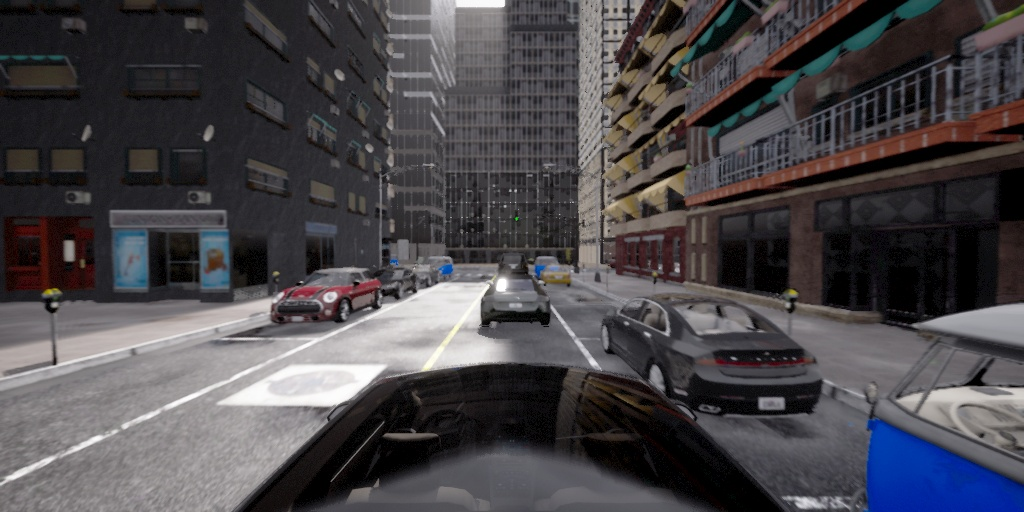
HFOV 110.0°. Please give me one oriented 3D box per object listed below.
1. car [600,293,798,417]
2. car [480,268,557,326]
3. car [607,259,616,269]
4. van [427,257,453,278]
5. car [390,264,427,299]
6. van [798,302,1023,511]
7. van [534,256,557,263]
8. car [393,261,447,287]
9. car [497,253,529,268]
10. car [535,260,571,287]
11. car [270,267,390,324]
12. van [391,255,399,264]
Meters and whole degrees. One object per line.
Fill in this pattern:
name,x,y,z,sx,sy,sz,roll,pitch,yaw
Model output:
car,2.688,1.275,5.892,2.007,1.370,4.403,0,0,0
car,0.096,1.255,11.395,1.994,1.385,4.181,0,0,0
car,15.215,0.820,47.643,5.009,1.841,2.192,0,0,0
van,-5.702,0.931,28.325,1.690,1.789,3.998,0,0,0
car,-5.698,1.223,17.121,1.948,1.339,4.313,0,0,0
van,2.689,1.100,0.290,1.690,1.789,3.998,0,0,0
van,2.679,0.931,28.299,1.690,1.789,3.998,0,0,0
car,-5.700,1.174,22.723,2.007,1.370,4.403,0,0,0
car,0.088,0.823,26.434,2.150,2.045,5.566,0,0,0
car,2.681,1.149,22.868,1.751,1.417,4.829,0,0,0
car,-5.696,1.130,11.519,1.967,1.591,4.097,0,0,0
van,-17.174,0.681,47.822,3.998,1.789,1.690,0,0,0
